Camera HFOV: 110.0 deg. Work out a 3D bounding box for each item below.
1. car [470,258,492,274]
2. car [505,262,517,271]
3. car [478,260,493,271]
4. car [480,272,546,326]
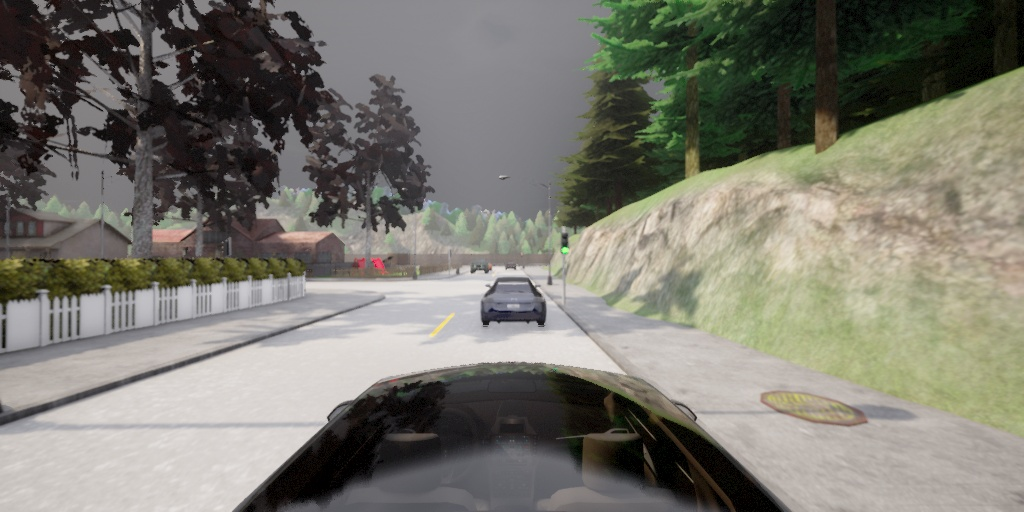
[{"bbox_3d":[-4.323,1.345,48.808,2.150,2.045,5.566,0,-1,0],"label":"car"},{"bbox_3d":[-0.190,1.734,62.304,1.837,1.490,4.892,0,0,0],"label":"car"},{"bbox_3d":[-4.351,1.553,58.635,2.097,1.767,4.553,0,0,0],"label":"car"},{"bbox_3d":[0.035,1.396,12.101,1.994,1.385,4.181,0,0,0],"label":"car"}]
